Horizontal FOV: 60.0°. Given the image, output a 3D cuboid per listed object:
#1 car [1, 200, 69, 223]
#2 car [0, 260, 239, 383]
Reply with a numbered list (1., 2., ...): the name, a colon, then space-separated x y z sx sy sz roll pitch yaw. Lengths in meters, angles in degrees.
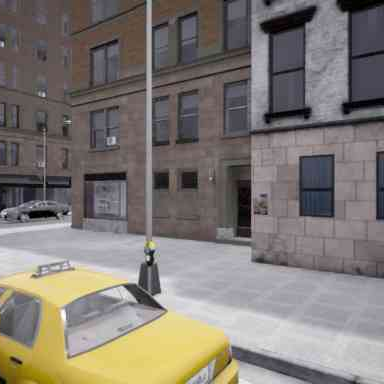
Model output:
1. car: -11.671 1.400 25.023 2.128 1.511 4.902 0 0 32
2. car: -1.846 1.525 4.065 4.829 1.417 1.752 0 0 34
